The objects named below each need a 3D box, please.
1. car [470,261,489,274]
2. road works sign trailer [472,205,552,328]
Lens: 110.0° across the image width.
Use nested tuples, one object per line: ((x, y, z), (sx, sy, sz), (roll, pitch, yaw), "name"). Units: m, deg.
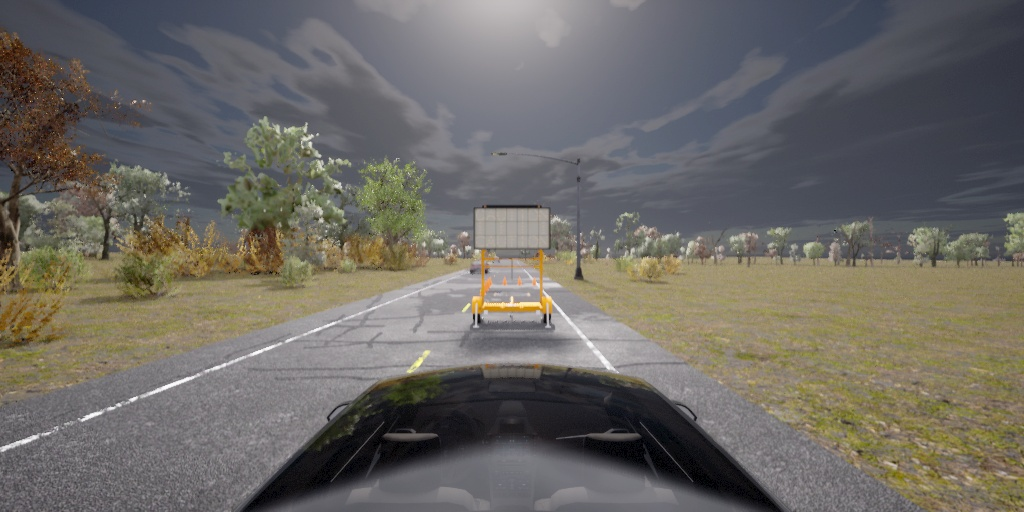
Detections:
((-3.588, 1.249, 39.875), (1.812, 1.442, 4.674), (0, 0, 0), "car")
((0.002, 0.205, 11.344), (2.380, 3.560, 2.880), (0, 0, 0), "road works sign trailer")
